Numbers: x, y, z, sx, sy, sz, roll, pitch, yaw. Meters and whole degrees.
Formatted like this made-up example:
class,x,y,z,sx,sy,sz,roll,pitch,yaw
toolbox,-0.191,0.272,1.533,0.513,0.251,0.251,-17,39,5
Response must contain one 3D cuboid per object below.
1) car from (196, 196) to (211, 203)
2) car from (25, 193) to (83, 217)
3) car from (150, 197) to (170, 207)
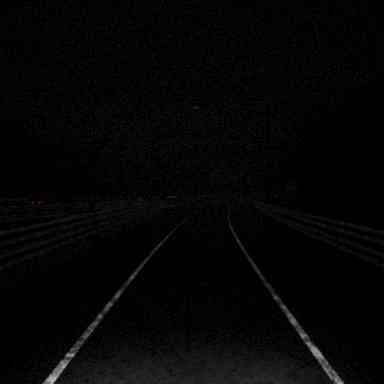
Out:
class,x,y,z,sx,sy,sz,roll,pitch,yaw
car,2.468,1.518,70.741,2.033,1.411,5.357,0,0,20
car,-12.198,1.094,29.681,2.150,2.045,5.566,0,0,20
car,-4.961,1.458,49.944,1.812,1.442,4.674,0,0,20
